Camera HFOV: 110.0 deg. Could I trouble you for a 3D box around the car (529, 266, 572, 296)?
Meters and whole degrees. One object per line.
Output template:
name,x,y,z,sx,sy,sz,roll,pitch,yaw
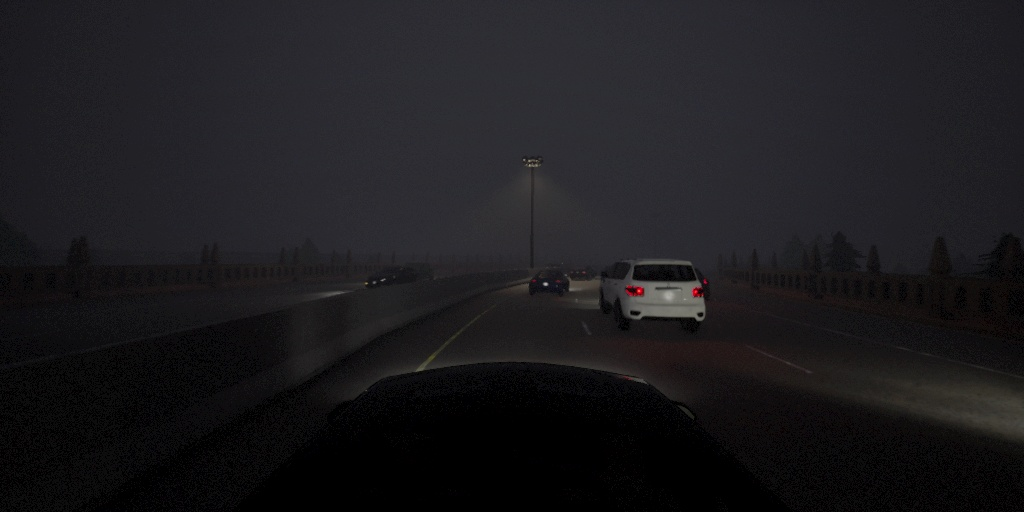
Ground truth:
car,2.300,1.534,21.535,1.994,1.385,4.181,0,-1,13

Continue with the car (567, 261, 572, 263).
car,9.662,2.068,63.038,1.895,1.301,4.718,0,-1,36

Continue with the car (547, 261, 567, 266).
car,5.486,1.775,49.915,2.128,1.511,4.902,0,-1,29

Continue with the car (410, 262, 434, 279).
car,-9.109,1.359,33.218,2.097,1.767,4.553,0,-1,18

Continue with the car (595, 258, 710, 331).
car,4.260,1.105,11.746,2.150,2.045,5.566,0,-1,6

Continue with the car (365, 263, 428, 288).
car,-7.885,1.432,24.332,1.837,1.490,4.892,0,-1,13

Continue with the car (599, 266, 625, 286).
car,8.664,1.615,30.831,1.837,1.490,4.892,0,-1,19

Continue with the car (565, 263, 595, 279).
car,7.664,1.728,38.401,2.033,1.411,5.357,0,-1,25
